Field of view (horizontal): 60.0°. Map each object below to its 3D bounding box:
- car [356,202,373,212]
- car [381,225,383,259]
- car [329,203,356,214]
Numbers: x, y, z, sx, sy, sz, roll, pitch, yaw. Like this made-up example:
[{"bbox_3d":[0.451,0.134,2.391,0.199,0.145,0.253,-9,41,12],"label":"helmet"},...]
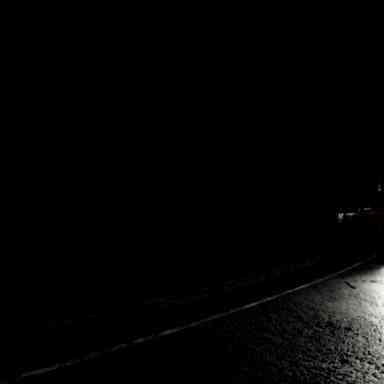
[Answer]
[{"bbox_3d":[26.386,2.352,52.237,1.837,1.490,4.892,-4,-3,-2],"label":"car"},{"bbox_3d":[8.180,1.549,11.929,2.128,1.511,4.902,-1,-1,40],"label":"car"},{"bbox_3d":[22.965,2.568,51.734,1.837,1.490,4.892,-4,-3,1],"label":"car"}]
